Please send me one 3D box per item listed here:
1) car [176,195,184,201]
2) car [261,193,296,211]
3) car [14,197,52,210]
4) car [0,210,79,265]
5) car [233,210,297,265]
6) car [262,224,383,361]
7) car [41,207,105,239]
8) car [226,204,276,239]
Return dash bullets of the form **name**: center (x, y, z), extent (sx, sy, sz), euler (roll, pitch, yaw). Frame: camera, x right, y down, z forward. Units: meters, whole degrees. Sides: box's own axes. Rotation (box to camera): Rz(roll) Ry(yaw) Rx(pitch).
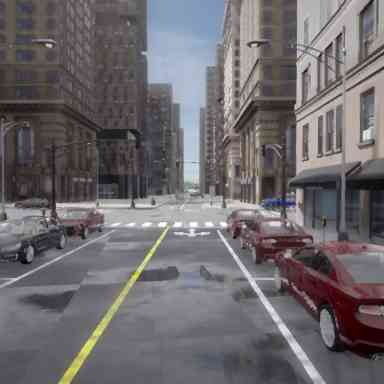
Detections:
- **car**: center (-2.919, 1.448, 82.820), extent (2.033, 1.411, 5.357), euler (0, 0, 0)
- **car**: center (10.659, 1.161, 37.974), extent (5.566, 2.045, 2.150), euler (-1, 1, 0)
- **car**: center (-17.972, 1.283, 38.004), extent (4.181, 1.385, 1.994), euler (0, 1, 0)
- **car**: center (-5.773, 1.545, 11.523), extent (2.008, 1.369, 4.403), euler (-1, 0, 0)
- **car**: center (2.752, 1.539, 11.523), extent (1.887, 1.381, 4.507), euler (-1, 0, 0)
- **car**: center (2.752, 1.540, 6.018), extent (1.887, 1.381, 4.507), euler (-1, 0, 0)
- **car**: center (-5.773, 1.538, 17.029), extent (1.887, 1.381, 4.507), euler (-1, 0, 0)
- **car**: center (2.752, 1.538, 17.028), extent (1.887, 1.381, 4.507), euler (-1, 0, 0)
